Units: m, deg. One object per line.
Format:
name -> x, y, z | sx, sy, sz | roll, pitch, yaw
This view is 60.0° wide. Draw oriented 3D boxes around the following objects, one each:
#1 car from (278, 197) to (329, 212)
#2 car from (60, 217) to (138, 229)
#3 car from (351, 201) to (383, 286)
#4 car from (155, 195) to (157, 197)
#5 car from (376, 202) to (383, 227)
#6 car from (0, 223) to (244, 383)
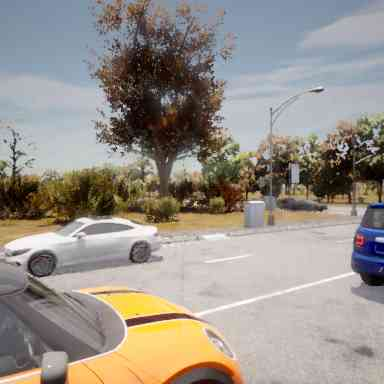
car -> 13.035, 1.546, 38.629 | 2.033, 1.411, 5.357 | 0, 0, -32
car -> -3.158, 1.525, 10.330 | 4.674, 1.442, 1.812 | 0, 0, -35
car -> 6.170, 1.221, 8.152 | 5.566, 2.045, 2.150 | 0, 0, -35
car -> -5.812, 1.002, 67.329 | 1.882, 1.535, 5.008 | 0, 0, -36
car -> 14.523, 1.477, 22.893 | 1.882, 1.535, 5.008 | 2, 1, 45
car -> -1.735, 1.352, 2.508 | 4.553, 1.767, 2.097 | 0, 0, -35
